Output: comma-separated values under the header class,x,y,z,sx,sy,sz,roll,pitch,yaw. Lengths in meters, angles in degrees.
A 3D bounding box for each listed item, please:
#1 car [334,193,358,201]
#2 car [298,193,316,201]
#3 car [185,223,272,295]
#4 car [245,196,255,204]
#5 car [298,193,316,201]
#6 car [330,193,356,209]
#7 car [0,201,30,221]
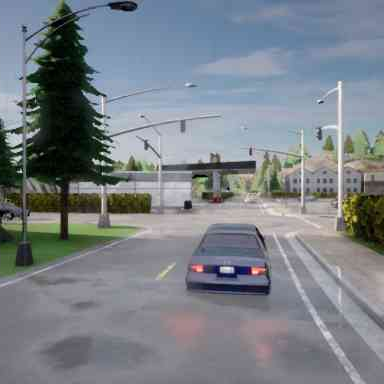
class,x,y,z,sx,sy,sz,roll,pitch,yaw
car,34.568,1.096,74.643,4.605,1.855,1.932,0,0,10
car,27.398,1.076,79.257,3.866,1.878,1.905,0,0,10
car,1.093,1.547,8.884,2.033,1.411,5.357,0,0,10
car,11.231,1.525,64.763,1.812,1.442,4.674,0,0,10
car,26.214,1.360,76.091,3.806,1.475,1.970,0,0,10
car,20.262,1.330,42.355,5.027,1.636,2.152,0,0,10
car,-15.737,1.491,27.210,4.902,1.511,2.128,0,0,10
